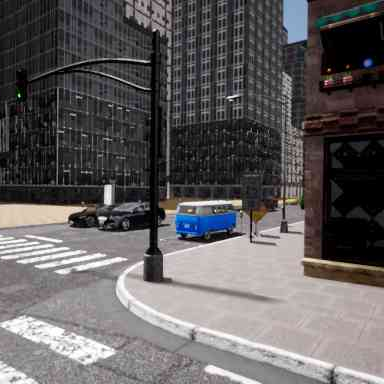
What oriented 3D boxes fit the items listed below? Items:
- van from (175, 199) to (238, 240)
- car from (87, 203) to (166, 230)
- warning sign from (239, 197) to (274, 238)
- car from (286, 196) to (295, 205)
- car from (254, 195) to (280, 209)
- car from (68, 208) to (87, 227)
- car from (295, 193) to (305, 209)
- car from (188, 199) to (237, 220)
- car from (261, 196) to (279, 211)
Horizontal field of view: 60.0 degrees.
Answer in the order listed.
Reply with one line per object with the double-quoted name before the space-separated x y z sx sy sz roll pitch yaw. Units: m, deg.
"van" 0.835 1.368 17.018 1.690 1.788 3.998 1 1 35
"car" -3.659 1.430 20.695 2.128 1.511 4.902 1 1 35
"warning sign" 3.117 1.177 16.124 1.300 1.860 1.060 1 1 35
"car" 16.353 1.363 53.299 1.752 1.417 4.829 1 1 35
"car" 10.038 1.293 44.419 1.967 1.590 4.097 1 1 35
"car" -5.996 1.466 21.879 1.947 1.339 4.313 1 1 35
"car" 15.418 1.159 42.093 2.150 2.045 5.566 1 1 36
"car" 1.860 1.426 28.451 1.837 1.490 4.892 1 1 36
"car" 7.754 1.429 36.731 1.812 1.442 4.674 1 1 36
